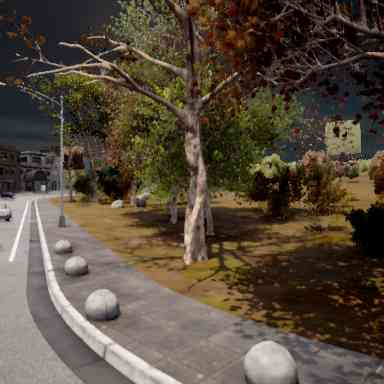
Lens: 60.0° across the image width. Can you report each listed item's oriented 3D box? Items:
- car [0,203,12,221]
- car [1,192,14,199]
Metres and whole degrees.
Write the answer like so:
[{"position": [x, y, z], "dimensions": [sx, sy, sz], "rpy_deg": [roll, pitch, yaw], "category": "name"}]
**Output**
[{"position": [-14.473, 1.447, 24.665], "dimensions": [1.895, 1.301, 4.718], "rpy_deg": [0, 1, -26], "category": "car"}, {"position": [-38.032, 0.670, 68.582], "dimensions": [1.895, 1.301, 4.718], "rpy_deg": [0, 1, -22], "category": "car"}]
